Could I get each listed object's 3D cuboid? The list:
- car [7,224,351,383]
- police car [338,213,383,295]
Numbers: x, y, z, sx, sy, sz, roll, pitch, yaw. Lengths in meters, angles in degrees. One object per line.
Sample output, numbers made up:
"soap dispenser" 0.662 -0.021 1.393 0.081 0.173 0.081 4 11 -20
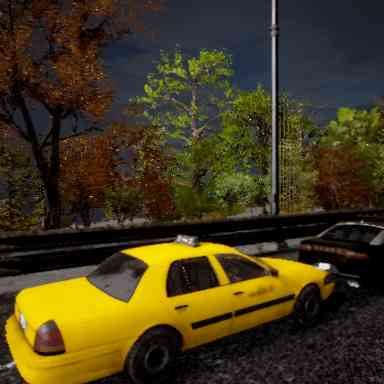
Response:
"car" 0.171 1.451 5.285 5.366 1.575 1.801 0 0 -36
"police car" 4.985 1.402 8.736 5.238 1.638 1.930 0 0 -36
